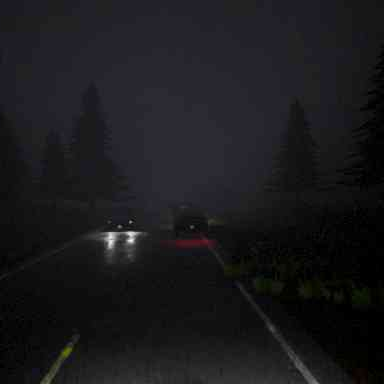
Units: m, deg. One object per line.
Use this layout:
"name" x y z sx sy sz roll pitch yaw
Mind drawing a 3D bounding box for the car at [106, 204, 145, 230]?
"car" -4.653 1.804 23.318 2.033 1.411 5.357 -1 -1 -3

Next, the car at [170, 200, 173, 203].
"car" -1.124 1.830 35.447 1.837 1.490 4.892 -1 -1 -3

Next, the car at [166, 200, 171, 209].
"car" -3.222 1.989 54.116 1.882 1.535 5.008 -1 -1 -3

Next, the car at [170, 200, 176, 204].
"car" -0.759 1.774 29.458 1.837 1.490 4.892 -1 -1 -3

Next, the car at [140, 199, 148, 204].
"car" -11.422 2.010 67.408 5.008 1.535 1.882 0 -1 -3

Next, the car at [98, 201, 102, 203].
"car" -21.766 2.116 75.279 1.905 1.878 3.866 0 -1 -34

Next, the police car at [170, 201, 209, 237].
"police car" -0.159 1.600 19.588 1.930 1.638 5.238 -1 -1 -3
